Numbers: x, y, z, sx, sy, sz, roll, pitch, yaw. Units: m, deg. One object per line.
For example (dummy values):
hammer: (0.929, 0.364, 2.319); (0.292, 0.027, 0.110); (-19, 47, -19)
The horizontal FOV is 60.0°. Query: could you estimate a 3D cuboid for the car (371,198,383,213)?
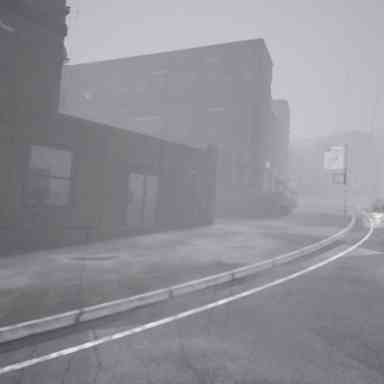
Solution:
car: (17.819, 1.222, 30.907); (1.994, 1.385, 4.181); (2, 1, 24)
